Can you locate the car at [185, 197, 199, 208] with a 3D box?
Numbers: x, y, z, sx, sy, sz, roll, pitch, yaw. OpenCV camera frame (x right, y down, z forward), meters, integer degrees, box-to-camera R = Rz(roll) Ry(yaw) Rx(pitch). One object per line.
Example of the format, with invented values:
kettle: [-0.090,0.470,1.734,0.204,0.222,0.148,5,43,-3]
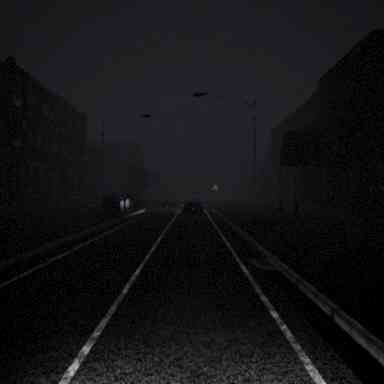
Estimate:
car: [0.009,1.452,48.152,1.812,1.442,4.674,0,0,0]

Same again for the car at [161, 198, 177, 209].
car: [-3.083,1.524,44.433,1.895,1.301,4.718,0,0,0]

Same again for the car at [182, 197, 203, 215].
car: [0.093,1.392,32.519,1.882,1.535,5.008,0,0,0]
